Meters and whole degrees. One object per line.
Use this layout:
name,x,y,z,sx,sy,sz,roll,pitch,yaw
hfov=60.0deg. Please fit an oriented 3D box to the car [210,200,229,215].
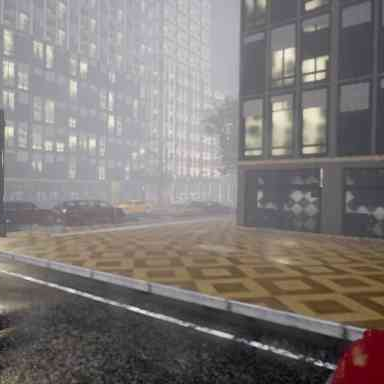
car,2.711,1.885,38.312,1.802,1.307,4.206,1,0,36

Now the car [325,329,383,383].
car,3.052,1.606,1.509,4.718,1.301,1.895,0,0,36

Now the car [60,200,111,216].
car,-10.835,1.572,34.084,1.752,1.417,4.829,1,0,36

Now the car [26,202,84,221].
car,-11.663,1.616,28.593,1.994,1.385,4.181,1,0,36

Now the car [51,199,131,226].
car,-7.344,1.470,24.706,2.192,1.841,5.009,1,0,36

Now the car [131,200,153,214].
car,-6.393,1.608,35.713,1.882,1.535,5.008,1,0,36

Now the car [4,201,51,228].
car,-11.714,1.425,23.157,2.097,1.767,4.553,1,0,32

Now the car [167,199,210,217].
car,-0.540,1.781,33.913,1.752,1.417,4.829,1,0,36
